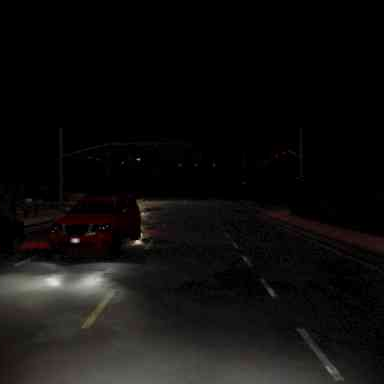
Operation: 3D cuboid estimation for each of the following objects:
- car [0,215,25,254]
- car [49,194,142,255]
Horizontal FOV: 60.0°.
[{"bbox_3d":[-7.064,1.416,10.162,1.882,1.535,5.008,0,1,0],"label":"car"},{"bbox_3d":[-3.528,1.135,13.306,2.150,2.045,5.566,0,1,4],"label":"car"}]
